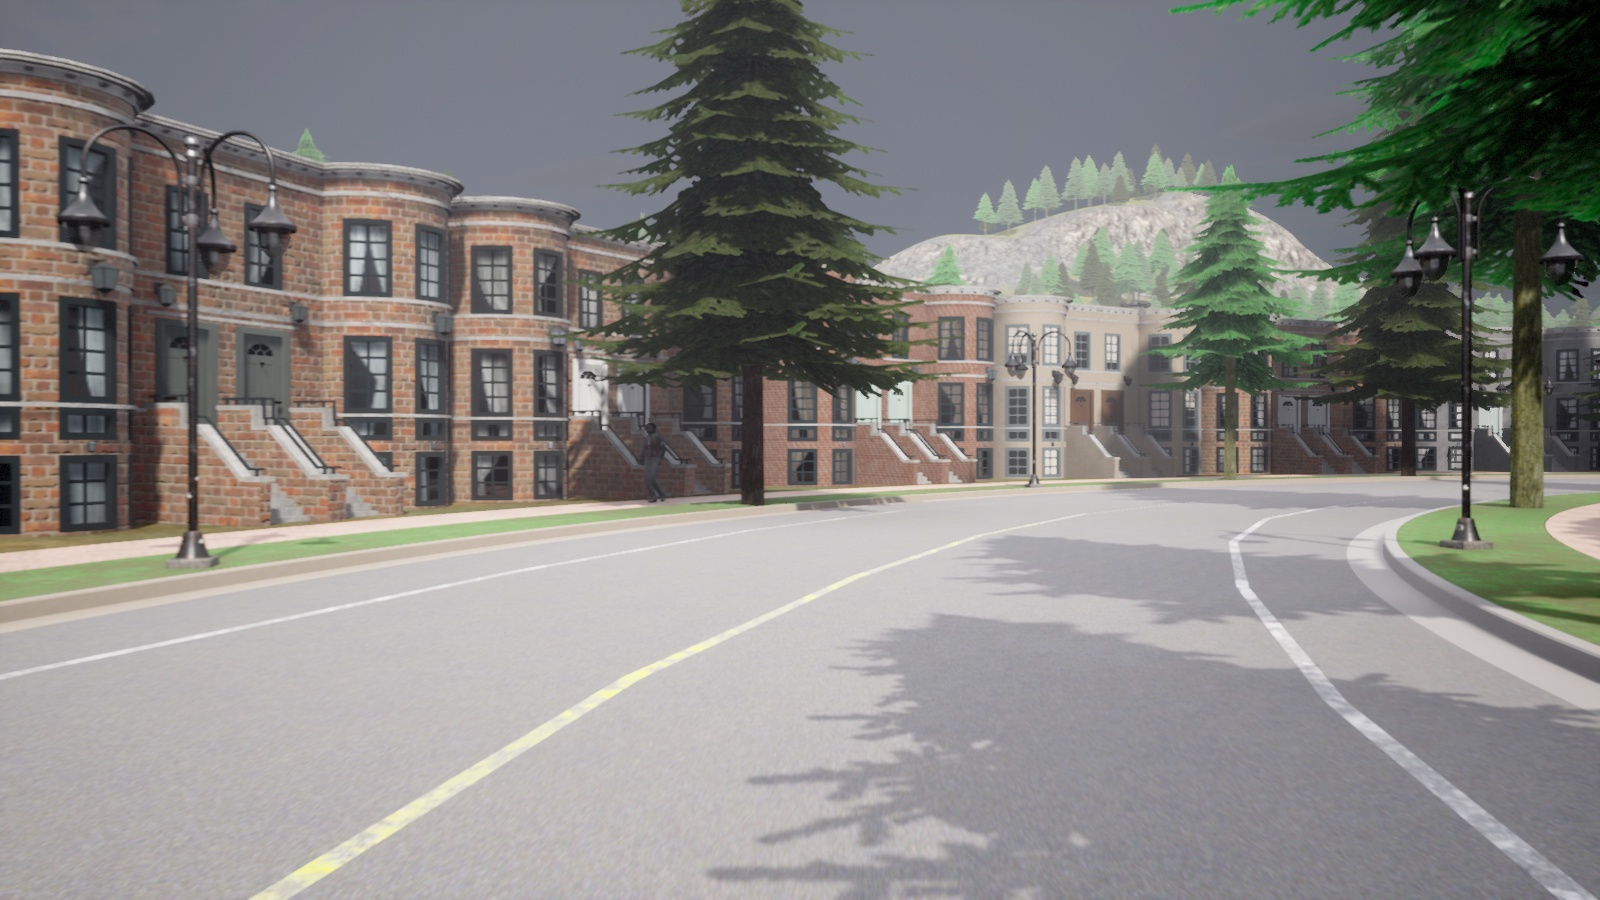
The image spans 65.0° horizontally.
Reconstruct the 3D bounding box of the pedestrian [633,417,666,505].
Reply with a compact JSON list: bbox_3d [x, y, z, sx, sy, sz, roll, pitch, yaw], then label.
[{"bbox_3d":[-3.337,0.247,27.908,0.402,1.930,0.666,0,0,29],"label":"pedestrian"}]
